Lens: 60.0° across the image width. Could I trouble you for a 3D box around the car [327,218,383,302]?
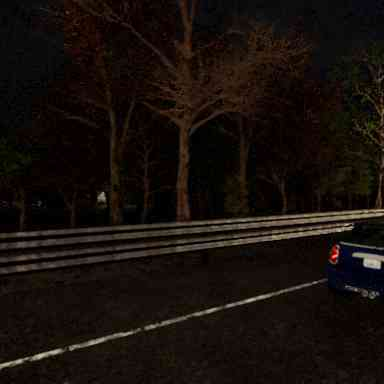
[{"bbox_3d":[5.051,1.341,7.374,4.553,1.767,2.097,0,0,-36],"label":"car"}]
